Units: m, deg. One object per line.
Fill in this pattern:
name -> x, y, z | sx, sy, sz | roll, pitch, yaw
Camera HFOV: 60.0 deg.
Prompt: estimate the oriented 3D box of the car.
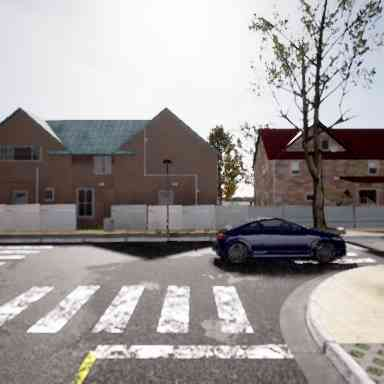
car -> 2.776, 1.502, 11.002 | 4.181, 1.385, 1.994 | -1, -1, 0
